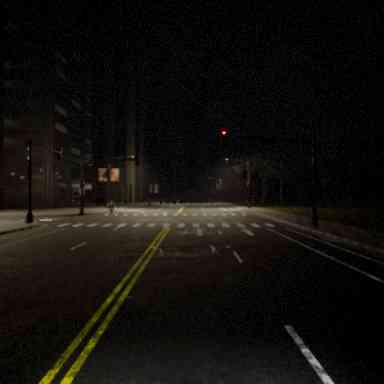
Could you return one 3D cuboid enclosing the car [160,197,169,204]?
[{"bbox_3d":[-6.504,1.975,78.195,1.812,1.442,4.674,0,-1,0],"label":"car"}]

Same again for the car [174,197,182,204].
[{"bbox_3d":[-3.254,1.976,78.196,2.128,1.511,4.902,0,-1,0],"label":"car"}]

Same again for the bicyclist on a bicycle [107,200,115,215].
[{"bbox_3d":[-8.766,1.642,36.168,0.866,1.612,1.509,0,-1,0],"label":"bicyclist on a bicycle"}]

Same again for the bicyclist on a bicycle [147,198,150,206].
[{"bbox_3d":[-8.754,2.118,67.310,0.582,1.620,1.656,0,-1,0],"label":"bicyclist on a bicycle"}]
